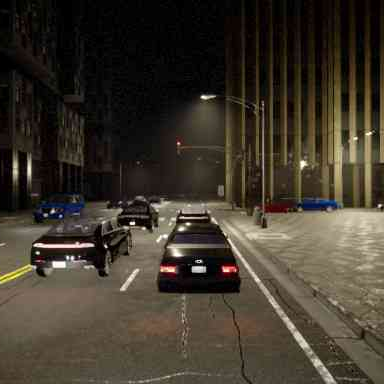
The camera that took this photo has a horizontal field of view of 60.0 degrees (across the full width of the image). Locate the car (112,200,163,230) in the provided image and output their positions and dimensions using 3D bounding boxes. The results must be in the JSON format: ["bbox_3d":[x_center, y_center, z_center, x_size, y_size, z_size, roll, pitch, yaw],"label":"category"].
[{"bbox_3d":[-3.055,1.460,19.601,1.882,1.535,5.008,0,0,0],"label":"car"}]

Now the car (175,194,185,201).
[{"bbox_3d":[-2.861,1.316,77.112,2.128,1.511,4.902,0,0,0],"label":"car"}]

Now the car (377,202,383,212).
[{"bbox_3d":[22.176,1.343,35.018,4.902,1.511,2.128,0,0,0],"label":"car"}]

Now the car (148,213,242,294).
[{"bbox_3d":[0.143,1.544,8.951,2.033,1.411,5.357,0,0,0],"label":"car"}]

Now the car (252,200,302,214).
[{"bbox_3d":[7.909,1.455,31.970,4.181,1.385,1.994,0,0,2],"label":"car"}]

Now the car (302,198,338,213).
[{"bbox_3d":[12.710,1.369,35.047,5.008,1.535,1.882,0,0,1],"label":"car"}]

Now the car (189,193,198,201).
[{"bbox_3d":[0.389,1.291,77.095,1.837,1.490,4.892,0,0,0],"label":"car"}]

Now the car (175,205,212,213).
[{"bbox_3d":[0.092,1.475,18.695,2.128,1.511,4.902,0,0,0],"label":"car"}]

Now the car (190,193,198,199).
[{"bbox_3d":[0.442,1.117,87.517,2.128,1.511,4.902,0,0,0],"label":"car"}]

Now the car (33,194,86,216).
[{"bbox_3d":[-9.733,1.195,24.981,2.150,2.045,5.566,0,0,1],"label":"car"}]

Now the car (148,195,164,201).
[{"bbox_3d":[-6.302,1.480,56.726,1.895,1.301,4.718,0,0,0],"label":"car"}]

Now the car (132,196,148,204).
[{"bbox_3d":[-9.513,1.410,60.971,2.033,1.411,5.357,0,0,1],"label":"car"}]

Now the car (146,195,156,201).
[{"bbox_3d":[-9.366,1.327,76.287,1.812,1.442,4.674,0,0,0],"label":"car"}]

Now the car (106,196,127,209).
[{"bbox_3d":[-9.633,1.280,43.142,2.097,1.767,4.553,0,0,0],"label":"car"}]

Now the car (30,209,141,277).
[{"bbox_3d":[-3.101,1.487,10.225,2.128,1.511,4.902,0,0,0],"label":"car"}]

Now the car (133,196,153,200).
[{"bbox_3d":[-6.396,1.535,40.913,1.895,1.301,4.718,0,0,0],"label":"car"}]

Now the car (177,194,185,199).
[{"bbox_3d":[-2.808,1.187,87.564,1.895,1.301,4.718,0,0,0],"label":"car"}]

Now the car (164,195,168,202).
[{"bbox_3d":[-6.139,1.345,71.861,2.128,1.511,4.902,0,0,0],"label":"car"}]
